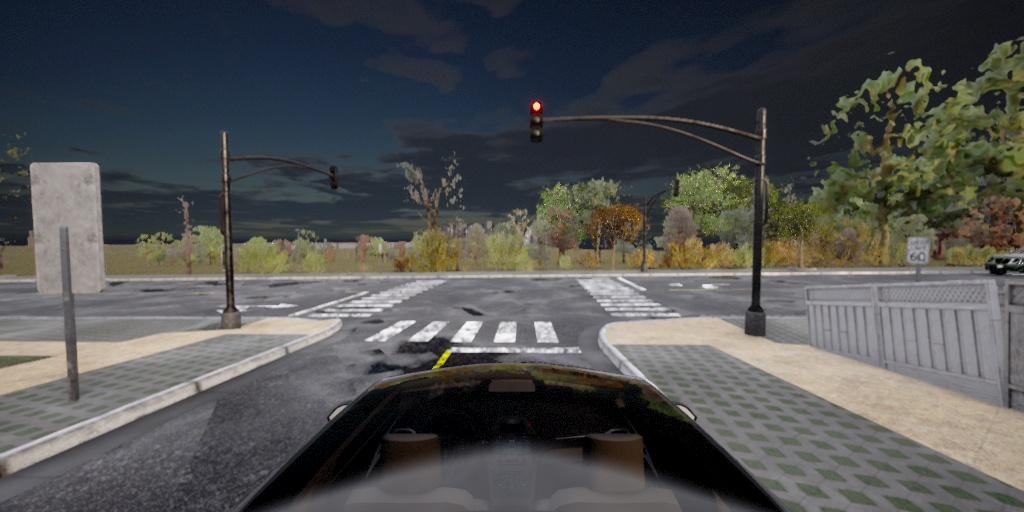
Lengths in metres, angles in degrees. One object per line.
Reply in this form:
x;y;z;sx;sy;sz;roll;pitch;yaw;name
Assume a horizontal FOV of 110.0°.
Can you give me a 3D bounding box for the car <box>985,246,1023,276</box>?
33.565;0.270;22.424;5.566;2.045;2.150;-1;3;4;car
